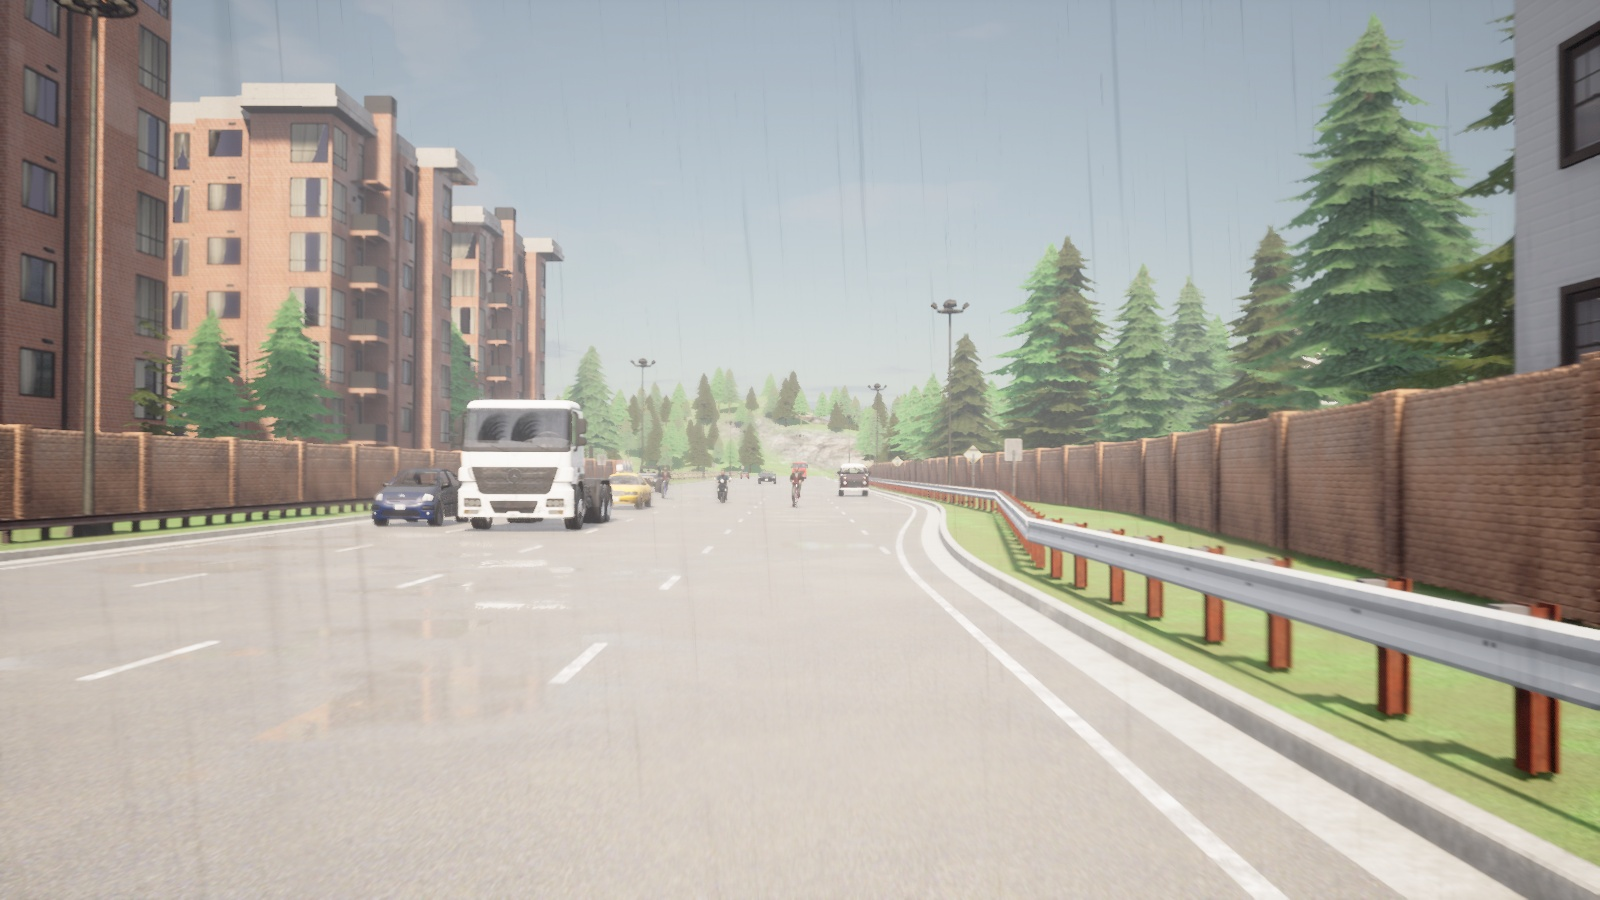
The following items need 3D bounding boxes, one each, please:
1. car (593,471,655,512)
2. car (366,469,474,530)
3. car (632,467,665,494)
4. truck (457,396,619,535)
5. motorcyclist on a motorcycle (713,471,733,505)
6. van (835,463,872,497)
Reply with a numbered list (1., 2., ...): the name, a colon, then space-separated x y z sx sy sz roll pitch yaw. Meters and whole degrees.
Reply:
1. car: -7.125 1.639 51.317 1.801 1.575 5.366 0 -1 0
2. car: -10.586 1.345 35.259 1.851 1.617 3.988 0 -1 0
3. car: -10.717 2.139 88.890 1.905 1.878 3.866 0 -1 0
4. truck: -7.089 0.449 35.147 2.891 3.462 7.936 0 -1 0
5. motorcyclist on a motorcycle: -3.645 1.778 59.539 0.866 1.590 1.817 0 -1 0
6. van: 3.309 1.822 77.924 2.069 2.038 4.480 0 0 0
